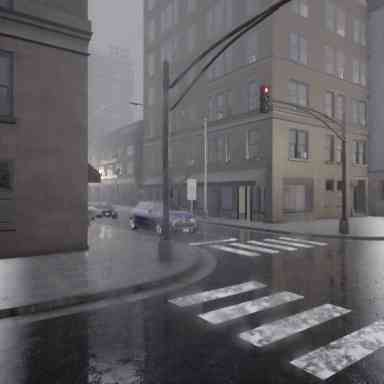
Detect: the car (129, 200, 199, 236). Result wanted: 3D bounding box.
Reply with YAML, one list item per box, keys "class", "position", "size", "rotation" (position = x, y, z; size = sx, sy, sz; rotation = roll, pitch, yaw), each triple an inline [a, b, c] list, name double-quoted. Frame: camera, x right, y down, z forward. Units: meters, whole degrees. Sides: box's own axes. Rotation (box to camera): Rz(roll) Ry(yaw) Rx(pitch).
- class: "car"
  position: [-1.595, 1.269, 17.998]
  size: [2.097, 1.767, 4.553]
  rotation: [0, 0, -36]

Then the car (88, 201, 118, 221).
- class: "car"
  position: [-7.390, 1.428, 26.105]
  size: [1.994, 1.385, 4.181]
  rotation: [0, 0, -35]
